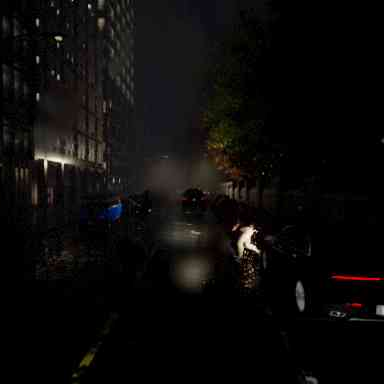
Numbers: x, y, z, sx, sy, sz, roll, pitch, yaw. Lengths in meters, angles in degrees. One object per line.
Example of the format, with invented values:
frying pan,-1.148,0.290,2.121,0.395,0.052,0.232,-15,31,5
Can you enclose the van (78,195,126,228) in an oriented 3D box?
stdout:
van,-5.241,1.050,19.391,1.690,1.788,3.998,0,1,0

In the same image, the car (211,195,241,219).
car,2.660,1.169,24.903,1.887,1.381,4.507,0,1,0

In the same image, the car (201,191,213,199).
car,2.807,0.582,63.715,2.008,1.369,4.403,0,1,0

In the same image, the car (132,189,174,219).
car,-2.756,0.847,24.880,2.150,2.045,5.566,0,1,0

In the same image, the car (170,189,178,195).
car,-4.968,0.038,91.468,1.967,1.590,4.097,0,1,0

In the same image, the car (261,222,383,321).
car,2.777,1.396,7.146,1.837,1.490,4.892,0,1,0

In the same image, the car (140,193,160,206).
car,-5.158,0.901,41.400,1.752,1.417,4.829,0,1,0

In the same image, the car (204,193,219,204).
car,2.745,0.832,47.081,1.887,1.381,4.507,0,1,0

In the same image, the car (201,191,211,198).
car,2.828,0.490,69.260,1.887,1.381,4.507,0,1,0

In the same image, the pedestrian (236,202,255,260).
pedestrian,1.616,1.141,10.094,0.375,1.860,0.375,0,1,0

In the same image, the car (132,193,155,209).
car,-5.178,0.897,36.025,1.967,1.590,4.097,0,1,0

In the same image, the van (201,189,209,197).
van,2.849,0.200,74.802,1.690,1.788,3.998,0,1,0

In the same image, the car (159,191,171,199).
car,-5.073,0.576,63.748,1.887,1.381,4.507,0,1,0

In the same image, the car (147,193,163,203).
car,-5.136,0.870,47.116,1.802,1.307,4.206,0,1,0

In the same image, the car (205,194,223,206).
car,2.723,0.938,41.537,1.947,1.339,4.313,0,1,0

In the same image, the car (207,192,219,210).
car,2.681,0.981,30.446,1.967,1.590,4.097,0,1,0

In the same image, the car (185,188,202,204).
car,0.218,0.522,45.847,2.150,2.045,5.566,0,0,1

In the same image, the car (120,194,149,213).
car,-5.199,0.982,30.481,1.967,1.590,4.097,0,1,0

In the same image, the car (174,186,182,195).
car,-2.501,-0.121,65.788,2.150,2.045,5.566,0,1,0

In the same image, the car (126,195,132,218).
car,-5.220,1.176,24.938,2.008,1.369,4.403,0,1,0

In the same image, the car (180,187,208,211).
car,0.200,0.736,32.338,2.150,2.045,5.566,0,1,0
